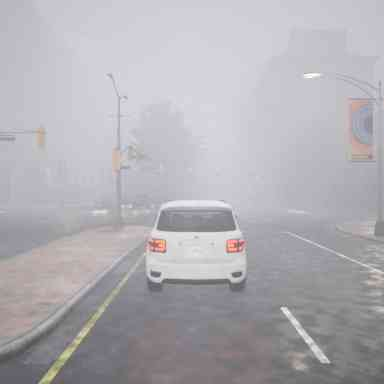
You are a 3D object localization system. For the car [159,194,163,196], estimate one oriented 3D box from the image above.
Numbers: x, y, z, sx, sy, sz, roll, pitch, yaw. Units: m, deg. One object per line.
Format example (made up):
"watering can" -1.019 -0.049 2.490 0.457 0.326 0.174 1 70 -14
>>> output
"car" -7.688 1.355 76.278 2.097 1.767 4.553 0 0 0

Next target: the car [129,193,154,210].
"car" -6.881 1.223 44.594 2.150 2.045 5.566 -1 0 -14

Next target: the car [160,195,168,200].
"car" -7.627 1.514 91.036 1.812 1.442 4.674 0 0 0

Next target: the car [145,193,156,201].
"car" -11.132 1.219 89.794 2.150 2.045 5.566 0 0 0

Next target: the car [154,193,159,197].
"car" -7.817 1.491 61.295 2.128 1.511 4.902 0 0 1

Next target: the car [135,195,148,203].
"car" -11.197 1.525 74.206 2.128 1.511 4.902 0 0 0

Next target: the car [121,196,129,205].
"car" -11.329 1.601 59.371 1.895 1.301 4.718 0 0 1

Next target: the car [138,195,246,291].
"car" 0.108 1.221 9.121 2.150 2.045 5.566 0 0 1

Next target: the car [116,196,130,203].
"car" -14.464 1.595 69.844 1.895 1.301 4.718 0 0 0

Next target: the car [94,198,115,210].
"car" -11.422 1.491 43.657 2.128 1.511 4.902 0 0 0
